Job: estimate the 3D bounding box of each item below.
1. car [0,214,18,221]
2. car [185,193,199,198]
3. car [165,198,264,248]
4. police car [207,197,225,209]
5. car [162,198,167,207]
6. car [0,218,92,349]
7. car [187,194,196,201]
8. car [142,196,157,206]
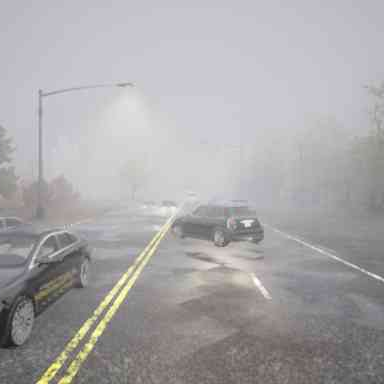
[{"bbox_3d":[-6.607,1.480,10.210,2.128,1.511,4.902,0,0,0],"label":"car"},{"bbox_3d":[-0.019,1.093,58.118,2.150,2.045,5.566,0,1,0],"label":"car"},{"bbox_3d":[0.969,1.324,14.875,2.097,1.767,4.553,0,0,-35],"label":"car"},{"bbox_3d":[3.214,1.413,44.959,2.038,1.542,4.974,0,0,0],"label":"police car"},{"bbox_3d":[-3.379,1.500,49.440,1.895,1.301,4.718,0,0,0],"label":"car"},{"bbox_3d":[-3.354,1.485,6.307,2.128,1.511,4.902,0,0,0],"label":"car"},{"bbox_3d":[-0.067,1.305,79.454,2.033,1.411,5.357,0,0,0],"label":"car"},{"bbox_3d":[-6.625,1.415,52.378,1.812,1.442,4.674,0,0,0],"label":"car"}]
